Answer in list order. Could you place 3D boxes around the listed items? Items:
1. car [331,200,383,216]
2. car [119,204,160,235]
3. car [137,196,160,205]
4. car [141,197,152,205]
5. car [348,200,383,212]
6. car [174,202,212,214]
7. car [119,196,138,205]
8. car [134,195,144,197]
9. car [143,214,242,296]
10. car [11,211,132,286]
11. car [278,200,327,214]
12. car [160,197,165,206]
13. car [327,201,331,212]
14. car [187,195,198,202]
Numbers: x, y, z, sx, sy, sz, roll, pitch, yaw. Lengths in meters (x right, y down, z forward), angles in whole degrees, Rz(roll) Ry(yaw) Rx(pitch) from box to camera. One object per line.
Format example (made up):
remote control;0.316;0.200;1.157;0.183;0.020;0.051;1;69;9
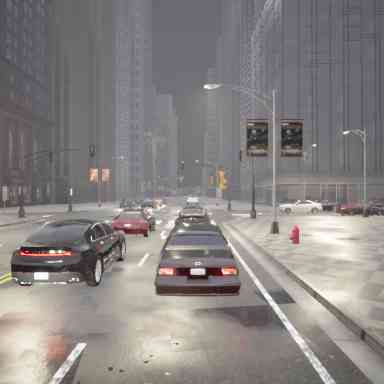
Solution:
car;15.335;1.577;30.256;4.206;1.307;1.802;0;0;-1
car;-3.138;1.601;18.282;1.994;1.385;4.181;0;0;0
car;-6.562;1.778;50.875;2.033;1.411;5.357;0;0;0
car;-9.704;1.906;71.129;1.812;1.442;4.674;0;0;0
car;20.850;1.644;38.863;4.313;1.339;1.947;0;0;-1
car;0.059;1.543;18.534;1.837;1.490;4.892;0;0;1
car;-9.842;1.735;50.763;1.837;1.490;4.892;0;0;-2
car;-9.778;1.522;60.783;2.150;2.045;5.566;0;0;0
car;0.112;1.557;8.796;2.033;1.411;5.357;0;0;0
car;-3.144;1.516;9.381;1.837;1.490;4.892;0;0;0
car;11.659;1.602;35.968;4.674;1.442;1.812;0;-1;-1
car;-6.531;1.648;60.157;2.097;1.767;4.553;0;0;0
car;15.210;1.663;38.779;4.313;1.339;1.947;0;0;-1
car;0.146;1.585;69.198;2.150;2.045;5.566;0;-1;0
